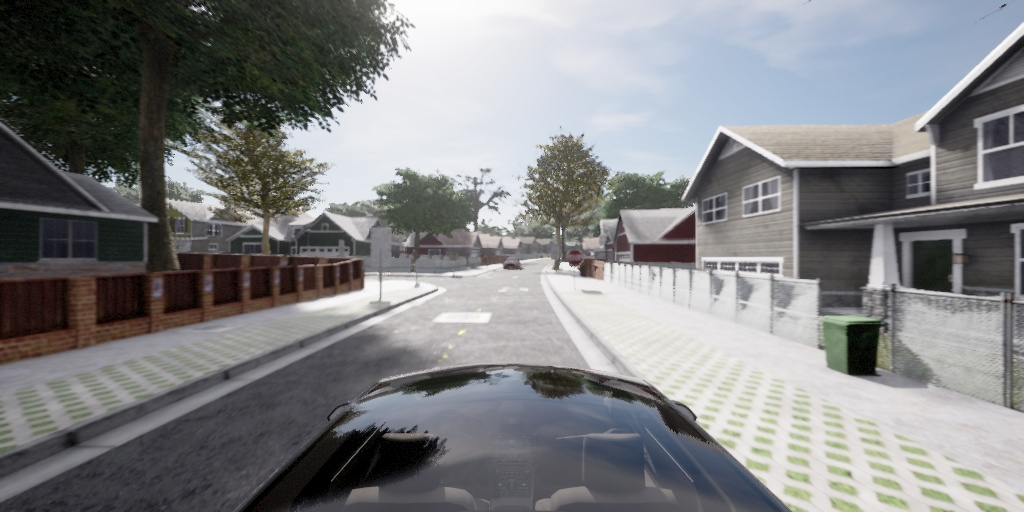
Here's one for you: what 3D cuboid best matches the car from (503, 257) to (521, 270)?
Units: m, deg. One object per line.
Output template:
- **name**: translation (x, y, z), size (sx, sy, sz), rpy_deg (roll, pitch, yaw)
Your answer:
- **car**: translation (0.052, 0.923, 49.499), size (2.097, 1.767, 4.553), rpy_deg (0, 0, 7)
